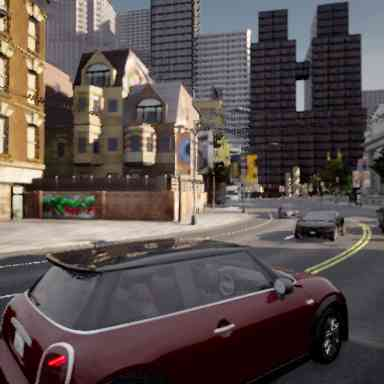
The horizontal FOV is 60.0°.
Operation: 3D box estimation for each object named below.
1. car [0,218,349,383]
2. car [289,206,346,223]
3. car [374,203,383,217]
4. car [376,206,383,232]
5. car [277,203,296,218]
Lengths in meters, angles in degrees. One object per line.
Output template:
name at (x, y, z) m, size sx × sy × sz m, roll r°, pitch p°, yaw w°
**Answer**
car at (0.107, 1.393, 4.316) m, size 4.553 × 1.767 × 2.097 m, roll 1°, pitch -1°, yaw -39°
car at (6.900, 1.644, 17.618) m, size 1.882 × 1.535 × 5.008 m, roll 0°, pitch 0°, yaw 31°
car at (20.793, 1.872, 34.353) m, size 2.033 × 1.411 × 5.357 m, roll 0°, pitch -1°, yaw 13°
car at (12.941, 1.705, 21.080) m, size 1.837 × 1.490 × 4.892 m, roll 0°, pitch 0°, yaw 26°
car at (9.383, 1.793, 32.300) m, size 2.128 × 1.511 × 4.902 m, roll 0°, pitch -1°, yaw 14°
